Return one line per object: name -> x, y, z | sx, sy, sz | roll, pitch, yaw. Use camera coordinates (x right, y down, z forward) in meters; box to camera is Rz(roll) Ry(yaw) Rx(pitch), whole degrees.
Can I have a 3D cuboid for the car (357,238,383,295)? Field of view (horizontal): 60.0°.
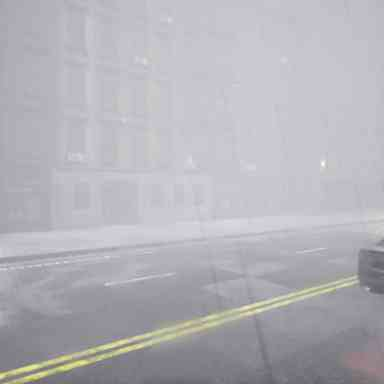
car -> 5.748, 1.483, 7.541 | 5.008, 1.535, 1.882 | 0, 0, -36
